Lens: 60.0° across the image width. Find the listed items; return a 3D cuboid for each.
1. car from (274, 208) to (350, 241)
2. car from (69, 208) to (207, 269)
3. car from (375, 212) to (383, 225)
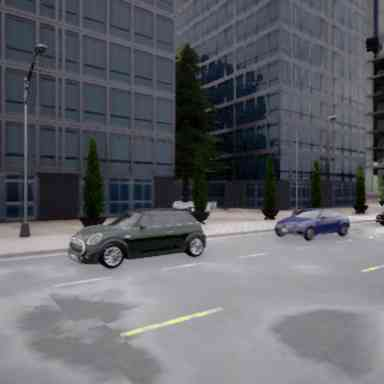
[{"bbox_3d":[6.273,1.555,17.043,4.674,1.442,1.812,0,0,-35],"label":"car"},{"bbox_3d":[-1.739,1.362,11.338,4.553,1.767,2.097,0,0,-35],"label":"car"},{"bbox_3d":[14.946,1.598,23.160,5.357,1.411,2.033,0,0,-35],"label":"car"}]
